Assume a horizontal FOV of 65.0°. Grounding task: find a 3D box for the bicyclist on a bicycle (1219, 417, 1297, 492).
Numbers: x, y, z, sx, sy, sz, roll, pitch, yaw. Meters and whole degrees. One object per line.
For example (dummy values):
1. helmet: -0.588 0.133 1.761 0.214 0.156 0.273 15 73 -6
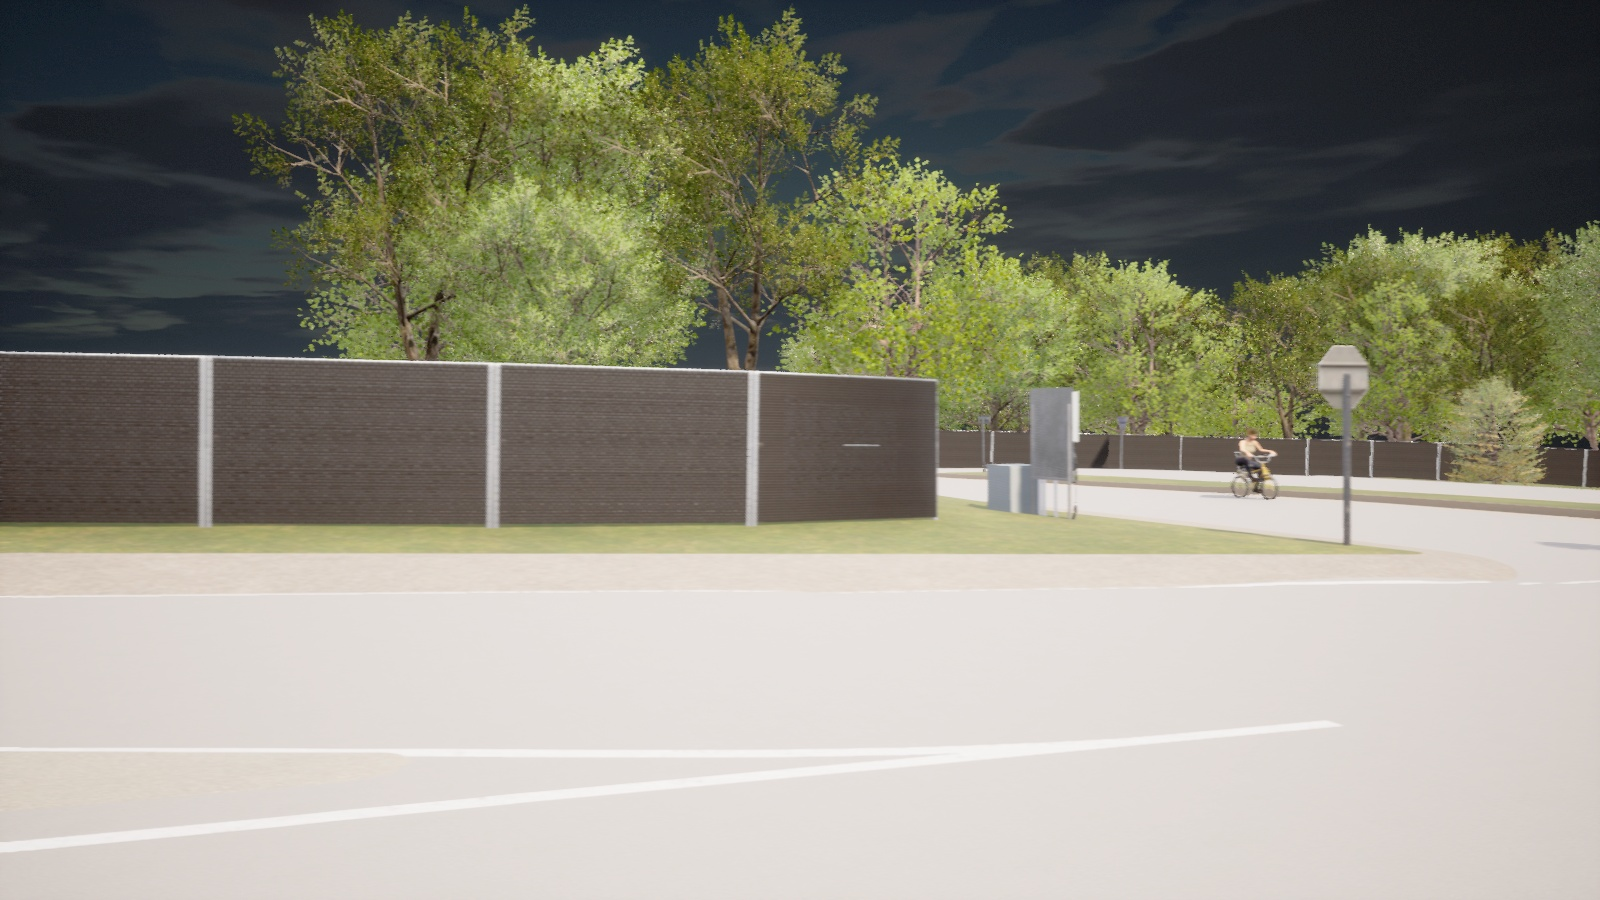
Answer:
1. bicyclist on a bicycle: 10.324 0.092 28.354 0.866 1.612 1.509 -2 1 -21
